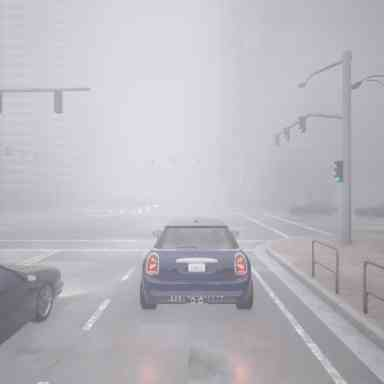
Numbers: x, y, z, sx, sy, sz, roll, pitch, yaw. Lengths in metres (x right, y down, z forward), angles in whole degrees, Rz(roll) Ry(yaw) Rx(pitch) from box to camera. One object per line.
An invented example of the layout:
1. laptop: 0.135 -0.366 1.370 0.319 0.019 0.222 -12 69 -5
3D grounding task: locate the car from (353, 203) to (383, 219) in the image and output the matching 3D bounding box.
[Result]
1. car: 16.502 1.601 28.634 4.718 1.301 1.895 0 0 1

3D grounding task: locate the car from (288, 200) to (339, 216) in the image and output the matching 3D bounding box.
1. car: 11.708 1.526 32.177 4.674 1.442 1.812 0 0 1

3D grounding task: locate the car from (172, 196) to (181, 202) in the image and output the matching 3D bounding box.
1. car: -3.383 1.465 72.231 2.033 1.411 5.357 0 0 0

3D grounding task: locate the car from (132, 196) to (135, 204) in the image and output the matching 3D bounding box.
1. car: -10.481 1.505 58.088 1.837 1.490 4.892 0 0 0

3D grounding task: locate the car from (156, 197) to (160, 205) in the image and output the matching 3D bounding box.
1. car: -6.972 1.601 60.367 1.895 1.301 4.718 0 0 0

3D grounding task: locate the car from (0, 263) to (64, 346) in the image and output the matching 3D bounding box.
1. car: -3.414 1.547 4.142 2.033 1.411 5.357 0 0 -1

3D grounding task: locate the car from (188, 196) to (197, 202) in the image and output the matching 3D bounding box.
1. car: 0.123 1.553 72.632 1.994 1.385 4.181 0 0 0

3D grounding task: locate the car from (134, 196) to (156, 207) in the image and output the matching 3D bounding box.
1. car: -7.013 1.564 50.406 1.994 1.385 4.181 0 0 0

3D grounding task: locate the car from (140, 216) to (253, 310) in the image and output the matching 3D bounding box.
1. car: 0.092 1.352 8.000 2.097 1.767 4.553 0 0 0

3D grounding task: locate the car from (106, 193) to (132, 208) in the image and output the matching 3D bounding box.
1. car: -10.519 1.352 48.143 2.097 1.767 4.553 0 0 0
